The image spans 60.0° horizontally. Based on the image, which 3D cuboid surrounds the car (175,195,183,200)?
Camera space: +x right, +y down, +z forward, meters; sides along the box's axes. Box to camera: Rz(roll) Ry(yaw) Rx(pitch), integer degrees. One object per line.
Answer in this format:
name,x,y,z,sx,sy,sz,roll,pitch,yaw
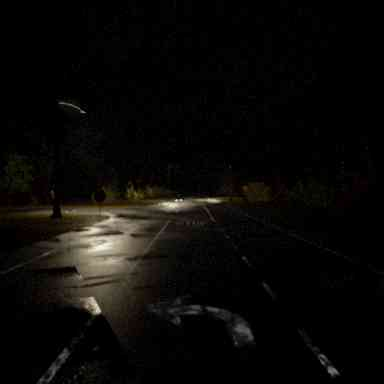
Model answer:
car,-3.413,1.385,86.988,1.994,1.385,4.181,0,0,0
